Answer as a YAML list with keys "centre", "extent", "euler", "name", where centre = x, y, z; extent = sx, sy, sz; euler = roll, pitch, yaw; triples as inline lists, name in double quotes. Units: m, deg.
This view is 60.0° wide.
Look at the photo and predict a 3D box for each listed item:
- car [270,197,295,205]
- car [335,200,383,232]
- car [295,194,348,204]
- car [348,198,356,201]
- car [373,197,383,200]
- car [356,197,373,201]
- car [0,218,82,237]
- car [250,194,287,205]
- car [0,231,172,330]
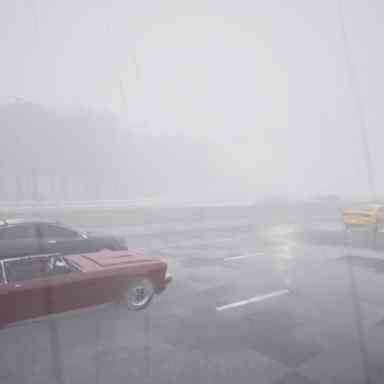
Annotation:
- centre: [11.839, 1.580, 38.333]
  extent: [5.357, 1.411, 2.033]
  euler: [0, 0, -36]
  name: "car"
- centre: [11.189, 1.502, 20.371]
  extent: [5.008, 1.535, 1.882]
  euler: [0, 0, -36]
  name: "car"
- centre: [13.855, 1.255, 35.470]
  extent: [5.566, 2.045, 2.150]
  euler: [0, 0, -36]
  name: "car"
- centre: [24.377, 1.611, 51.672]
  extent: [4.718, 1.301, 1.895]
  euler: [0, 0, -35]
  name: "car"
- centre: [26.767, 1.551, 44.796]
  extent: [4.674, 1.442, 1.812]
  euler: [0, 0, -36]
  name: "car"
- centre: [26.824, 1.487, 49.133]
  extent: [5.008, 1.535, 1.882]
  euler: [0, 0, -36]
  name: "car"
- centre: [-4.213, 1.503, 9.343]
  extent: [4.892, 1.490, 1.837]
  euler: [0, 0, -36]
  name: "car"
- centre: [9.695, 1.252, 41.099]
  extent: [5.566, 2.045, 2.150]
  euler: [0, 0, -36]
  name: "car"
- centre: [-2.747, 1.600, 6.089]
  extent: [4.718, 1.301, 1.895]
  euler: [0, 0, -36]
  name: "car"
